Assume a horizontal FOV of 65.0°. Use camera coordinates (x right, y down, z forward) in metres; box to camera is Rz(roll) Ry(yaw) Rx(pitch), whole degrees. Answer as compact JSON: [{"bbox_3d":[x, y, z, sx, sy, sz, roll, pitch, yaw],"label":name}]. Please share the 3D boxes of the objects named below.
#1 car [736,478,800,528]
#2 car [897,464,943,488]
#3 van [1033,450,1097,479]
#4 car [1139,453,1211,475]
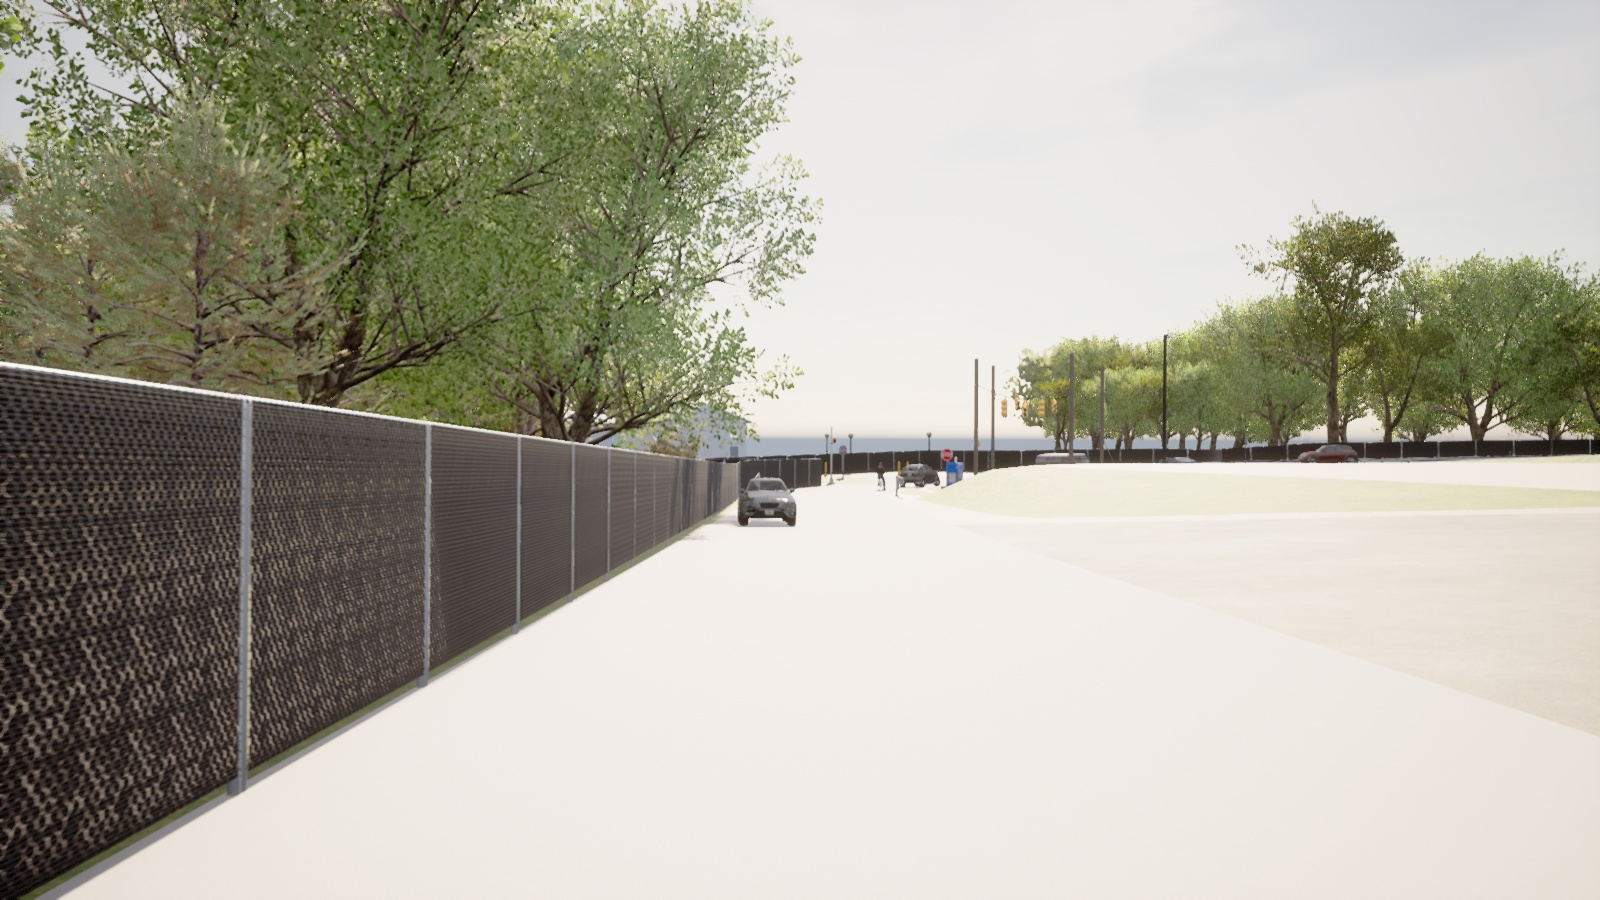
[{"bbox_3d":[-1.075,1.652,40.267,1.816,1.474,4.193,0,-1,-5],"label":"car"},{"bbox_3d":[8.158,1.718,85.203,1.789,1.549,3.705,0,0,29],"label":"car"},{"bbox_3d":[19.487,1.096,92.586,1.775,1.987,4.442,-5,2,-37],"label":"van"},{"bbox_3d":[27.244,1.026,91.407,2.033,1.411,5.357,-1,-2,-22],"label":"car"}]
